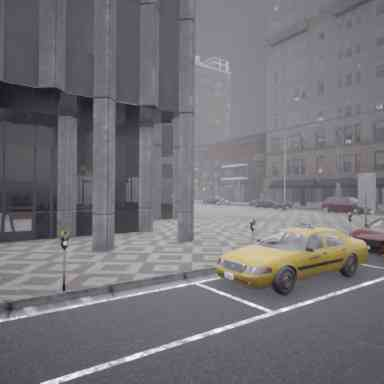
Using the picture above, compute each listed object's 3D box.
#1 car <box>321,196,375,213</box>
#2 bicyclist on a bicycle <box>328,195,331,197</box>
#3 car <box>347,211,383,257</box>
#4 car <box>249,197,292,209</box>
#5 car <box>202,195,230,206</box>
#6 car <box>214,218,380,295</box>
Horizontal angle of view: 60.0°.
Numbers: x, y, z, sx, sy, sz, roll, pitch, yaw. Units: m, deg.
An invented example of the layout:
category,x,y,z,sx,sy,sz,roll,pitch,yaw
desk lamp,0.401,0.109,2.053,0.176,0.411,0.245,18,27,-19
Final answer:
category,x,y,z,sx,sy,sz,roll,pitch,yaw
car,14.569,1.192,31.145,2.097,1.767,4.553,1,0,-35
bicyclist on a bicycle,16.339,1.152,39.468,1.656,1.620,0.582,0,0,-35
car,7.498,1.545,12.095,4.507,1.381,1.887,0,1,-35
car,9.062,1.301,38.965,2.033,1.411,5.357,1,0,-35
car,3.393,1.156,47.036,2.128,1.511,4.902,1,0,-35
car,2.779,1.525,8.732,4.829,1.417,1.752,0,1,-35
